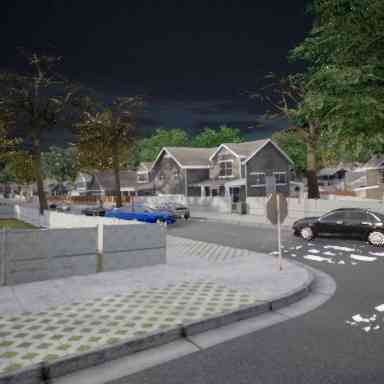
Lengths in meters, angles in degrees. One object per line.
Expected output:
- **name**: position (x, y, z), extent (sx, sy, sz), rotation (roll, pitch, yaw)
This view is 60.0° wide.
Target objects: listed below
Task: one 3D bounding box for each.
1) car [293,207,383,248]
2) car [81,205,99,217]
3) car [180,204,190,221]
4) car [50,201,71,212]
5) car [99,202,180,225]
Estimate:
- **car**: position (6.927, 1.453, 14.786), extent (4.892, 1.490, 1.837), rotation (-2, 2, 43)
- **car**: position (-9.121, 1.896, 32.255), extent (1.895, 1.301, 4.718), rotation (-3, 1, -35)
- **car**: position (-2.014, 1.588, 26.656), extent (2.128, 1.511, 4.902), rotation (-3, 2, -32)
- **car**: position (-17.542, 1.922, 44.347), extent (2.128, 1.511, 4.902), rotation (-3, 1, -35)
- **car**: position (-3.644, 1.674, 23.497), extent (5.008, 1.535, 1.882), rotation (-1, -2, 9)
